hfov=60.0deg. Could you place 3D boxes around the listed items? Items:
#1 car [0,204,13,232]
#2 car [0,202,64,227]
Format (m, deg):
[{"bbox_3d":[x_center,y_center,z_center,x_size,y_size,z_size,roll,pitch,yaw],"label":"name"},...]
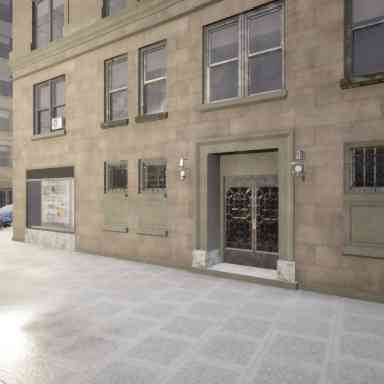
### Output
[{"bbox_3d":[-12.173,1.524,17.192,2.033,1.411,5.357,0,0,35],"label":"car"},{"bbox_3d":[-11.905,1.512,23.049,2.033,1.411,5.357,0,0,39],"label":"car"}]
